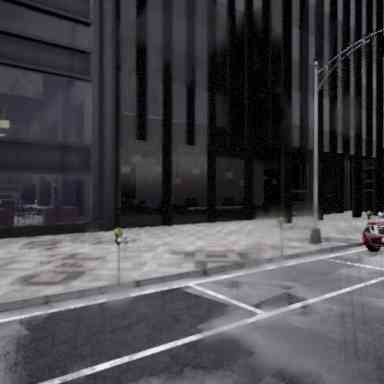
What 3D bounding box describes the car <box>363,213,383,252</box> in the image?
[{"bbox_3d":[8.567,1.308,12.646,5.009,1.841,2.192,0,0,-36],"label":"car"}]
